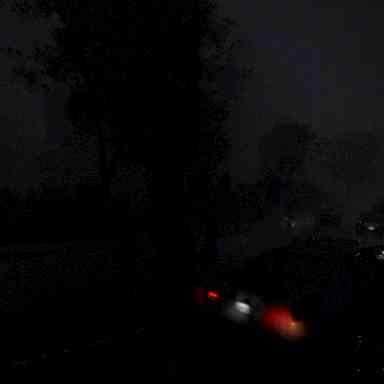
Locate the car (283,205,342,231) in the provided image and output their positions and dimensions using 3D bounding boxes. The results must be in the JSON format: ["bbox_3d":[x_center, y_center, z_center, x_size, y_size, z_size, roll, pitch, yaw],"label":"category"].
[{"bbox_3d":[7.243,1.521,19.770,2.128,1.511,4.902,0,0,45],"label":"car"}]

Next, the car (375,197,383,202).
[{"bbox_3d":[30.860,1.595,54.097,2.033,1.411,5.357,0,0,25],"label":"car"}]

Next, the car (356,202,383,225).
[{"bbox_3d":[10.492,1.517,18.068,2.128,1.511,4.902,0,0,44],"label":"car"}]

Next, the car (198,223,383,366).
[{"bbox_3d":[2.610,1.559,5.915,5.357,1.411,2.033,0,0,-39],"label":"car"}]
